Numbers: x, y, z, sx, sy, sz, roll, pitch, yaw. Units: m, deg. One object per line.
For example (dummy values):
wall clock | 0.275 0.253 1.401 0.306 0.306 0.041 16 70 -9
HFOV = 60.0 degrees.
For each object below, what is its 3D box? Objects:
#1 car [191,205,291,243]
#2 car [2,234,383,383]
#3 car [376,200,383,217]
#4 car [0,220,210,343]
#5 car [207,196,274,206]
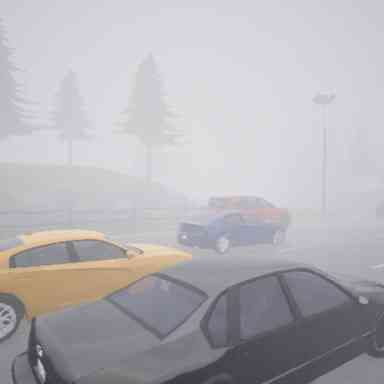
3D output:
car | 1.720 1.494 13.607 5.008 1.535 1.882 0 0 -36
car | 0.760 1.553 4.295 5.357 1.411 2.033 0 0 -36
car | 18.652 1.408 30.131 4.553 1.767 2.097 0 0 -36
car | -2.251 1.481 6.447 5.008 1.535 1.882 0 0 -36
car | 3.228 1.246 19.005 5.566 2.045 2.150 0 0 -36
